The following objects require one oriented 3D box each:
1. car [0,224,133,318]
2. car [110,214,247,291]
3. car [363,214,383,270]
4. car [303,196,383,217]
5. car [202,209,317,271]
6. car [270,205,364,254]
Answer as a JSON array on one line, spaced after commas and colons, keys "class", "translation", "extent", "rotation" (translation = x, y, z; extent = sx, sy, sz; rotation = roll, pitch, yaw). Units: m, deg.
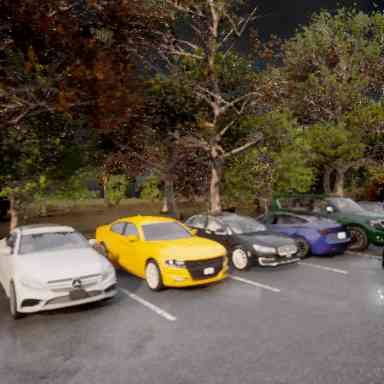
[{"class": "car", "translation": [-3.345, 1.510, 7.677], "extent": [2.002, 1.452, 4.674], "rotation": [0, 0, -35]}, {"class": "car", "translation": [-1.079, 1.451, 9.296], "extent": [2.097, 1.535, 5.008], "rotation": [0, 0, -35]}, {"class": "car", "translation": [7.016, 1.419, 8.993], "extent": [4.902, 1.511, 2.128], "rotation": [0, 0, -35]}, {"class": "car", "translation": [8.012, 1.248, 15.732], "extent": [2.185, 1.767, 4.553], "rotation": [-1, 0, -35]}, {"class": "car", "translation": [1.188, 1.433, 10.913], "extent": [2.231, 1.521, 4.892], "rotation": [0, 0, -35]}, {"class": "car", "translation": [3.442, 1.443, 12.547], "extent": [2.163, 1.488, 4.792], "rotation": [0, 0, -35]}]
